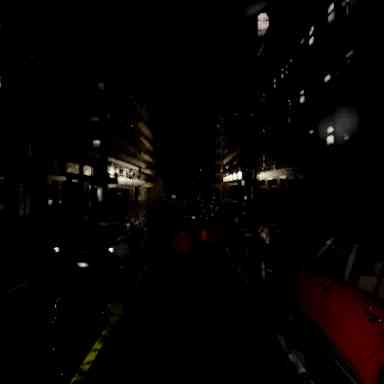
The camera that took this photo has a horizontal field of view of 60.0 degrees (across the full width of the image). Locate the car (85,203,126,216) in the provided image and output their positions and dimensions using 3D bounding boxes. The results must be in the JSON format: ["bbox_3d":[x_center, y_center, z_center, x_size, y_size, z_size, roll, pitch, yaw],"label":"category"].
[{"bbox_3d":[-5.322,1.435,20.539,1.967,1.590,4.097,-1,0,0],"label":"car"}]

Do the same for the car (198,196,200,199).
[{"bbox_3d":[0.108,1.587,43.621,1.895,1.301,4.718,0,0,0],"label":"car"}]

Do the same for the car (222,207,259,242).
[{"bbox_3d":[2.559,1.579,15.010,1.802,1.307,4.206,-1,0,0],"label":"car"}]

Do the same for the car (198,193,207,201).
[{"bbox_3d":[2.569,1.284,81.598,2.192,1.841,5.009,-1,0,0],"label":"car"}]

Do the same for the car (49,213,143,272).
[{"bbox_3d":[-2.848,1.599,10.908,1.895,1.301,4.718,0,0,0],"label":"car"}]

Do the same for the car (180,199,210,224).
[{"bbox_3d":[0.104,1.519,24.648,1.812,1.442,4.674,0,0,0],"label":"car"}]

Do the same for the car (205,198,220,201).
[{"bbox_3d":[2.562,1.542,31.657,2.008,1.369,4.403,-1,0,0],"label":"car"}]

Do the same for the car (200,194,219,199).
[{"bbox_3d":[2.561,1.302,42.755,2.192,1.841,5.009,-1,0,0],"label":"car"}]

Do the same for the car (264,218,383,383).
[{"bbox_3d":[2.554,1.314,3.912,2.192,1.841,5.009,-1,0,0],"label":"car"}]

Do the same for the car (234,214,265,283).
[{"bbox_3d":[2.558,1.549,9.461,2.008,1.369,4.403,-1,0,0],"label":"car"}]

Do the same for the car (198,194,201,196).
[{"bbox_3d":[2.569,1.560,64.951,1.802,1.307,4.206,-1,0,0],"label":"car"}]

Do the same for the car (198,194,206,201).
[{"bbox_3d":[2.571,1.406,87.147,1.967,1.590,4.097,-1,0,0],"label":"car"}]

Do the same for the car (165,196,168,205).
[{"bbox_3d":[-5.314,1.420,59.383,1.967,1.590,4.097,-1,0,0],"label":"car"}]

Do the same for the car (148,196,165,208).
[{"bbox_3d":[-5.316,1.510,48.115,1.752,1.417,4.829,-1,0,0],"label":"car"}]

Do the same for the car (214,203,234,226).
[{"bbox_3d":[2.560,1.577,20.560,1.802,1.307,4.206,-1,0,0],"label":"car"}]

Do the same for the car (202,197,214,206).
[{"bbox_3d":[2.566,1.508,54.023,1.752,1.417,4.829,-1,0,0],"label":"car"}]

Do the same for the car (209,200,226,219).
[{"bbox_3d":[2.561,1.559,26.108,1.947,1.339,4.313,-1,0,0],"label":"car"}]
